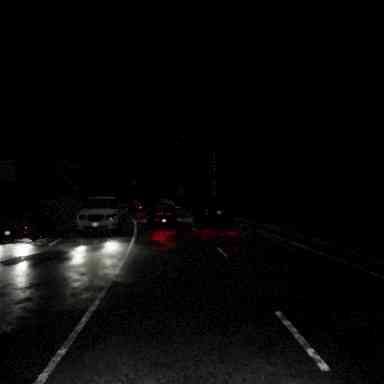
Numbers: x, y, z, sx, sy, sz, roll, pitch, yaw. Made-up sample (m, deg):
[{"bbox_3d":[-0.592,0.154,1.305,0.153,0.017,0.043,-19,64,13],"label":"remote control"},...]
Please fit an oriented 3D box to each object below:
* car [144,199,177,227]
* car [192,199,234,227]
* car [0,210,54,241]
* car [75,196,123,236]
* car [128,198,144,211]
[{"bbox_3d":[-2.119,1.511,22.779,1.837,1.490,4.892,0,0,-10],"label":"car"},{"bbox_3d":[1.356,1.329,23.016,2.097,1.767,4.553,0,0,-10],"label":"car"},{"bbox_3d":[-8.376,1.617,16.620,1.994,1.385,4.181,0,0,-8],"label":"car"},{"bbox_3d":[-5.181,1.254,19.167,2.150,2.045,5.566,0,0,-9],"label":"car"},{"bbox_3d":[-6.696,1.537,40.937,1.837,1.490,4.892,0,0,-18],"label":"car"}]
